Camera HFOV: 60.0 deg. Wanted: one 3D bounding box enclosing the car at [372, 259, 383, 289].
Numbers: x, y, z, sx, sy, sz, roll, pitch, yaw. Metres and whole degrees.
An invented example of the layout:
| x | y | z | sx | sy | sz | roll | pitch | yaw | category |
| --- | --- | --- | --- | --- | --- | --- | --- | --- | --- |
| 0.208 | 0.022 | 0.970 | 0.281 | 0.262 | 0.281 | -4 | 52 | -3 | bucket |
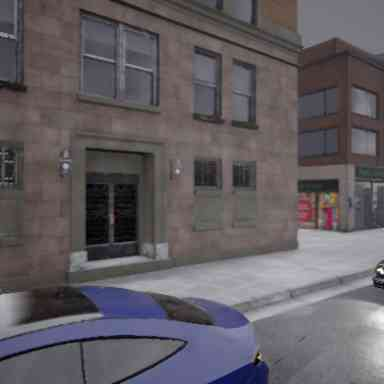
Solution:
| x | y | z | sx | sy | sz | roll | pitch | yaw | category |
| --- | --- | --- | --- | --- | --- | --- | --- | --- | --- |
| 6.579 | 1.643 | 8.169 | 5.357 | 1.411 | 2.033 | 1 | -1 | -36 | car |

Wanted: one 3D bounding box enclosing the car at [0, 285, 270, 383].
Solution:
| x | y | z | sx | sy | sz | roll | pitch | yaw | category |
| --- | --- | --- | --- | --- | --- | --- | --- | --- | --- |
| -1.422 | 1.537 | 2.340 | 4.674 | 1.442 | 1.812 | 1 | -1 | -36 | car |
